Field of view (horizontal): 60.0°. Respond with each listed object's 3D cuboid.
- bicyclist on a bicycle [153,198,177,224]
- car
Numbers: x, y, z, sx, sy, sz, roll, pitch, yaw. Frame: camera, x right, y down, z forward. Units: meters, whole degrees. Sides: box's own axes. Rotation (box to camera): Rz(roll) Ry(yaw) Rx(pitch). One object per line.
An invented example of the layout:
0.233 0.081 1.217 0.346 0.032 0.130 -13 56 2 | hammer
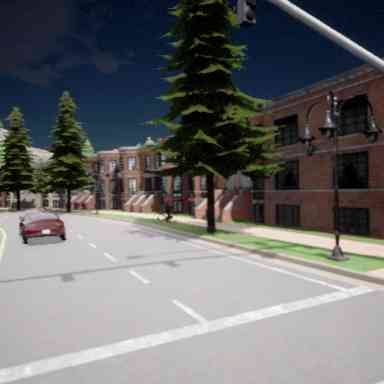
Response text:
-1.746 1.212 21.474 1.656 1.620 0.582 -2 0 -29 | bicyclist on a bicycle
-7.485 1.590 16.558 1.812 1.442 4.674 -1 0 -29 | car
